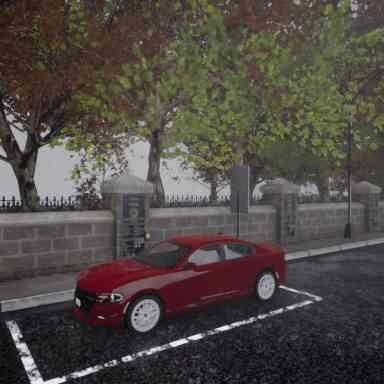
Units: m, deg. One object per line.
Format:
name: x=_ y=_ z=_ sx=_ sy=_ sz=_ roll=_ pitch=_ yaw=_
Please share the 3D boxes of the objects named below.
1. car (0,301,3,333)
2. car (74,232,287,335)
car: x=-4.500 y=1.551 z=3.446 sx=4.403 sy=1.369 sz=2.008 roll=0 pitch=0 yaw=-35
car: x=-0.018 y=1.545 z=6.702 sx=4.507 sy=1.381 sz=1.887 roll=0 pitch=0 yaw=-35
